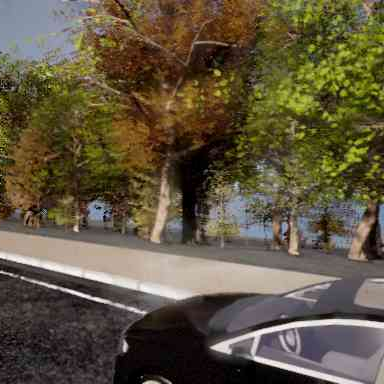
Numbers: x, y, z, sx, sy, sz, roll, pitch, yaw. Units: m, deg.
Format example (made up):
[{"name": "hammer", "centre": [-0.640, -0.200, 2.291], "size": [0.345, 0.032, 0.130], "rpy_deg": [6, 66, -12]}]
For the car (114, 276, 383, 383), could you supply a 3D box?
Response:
[{"name": "car", "centre": [1.448, 1.492, 2.652], "size": [4.902, 1.511, 2.128], "rpy_deg": [0, 0, 36]}]
